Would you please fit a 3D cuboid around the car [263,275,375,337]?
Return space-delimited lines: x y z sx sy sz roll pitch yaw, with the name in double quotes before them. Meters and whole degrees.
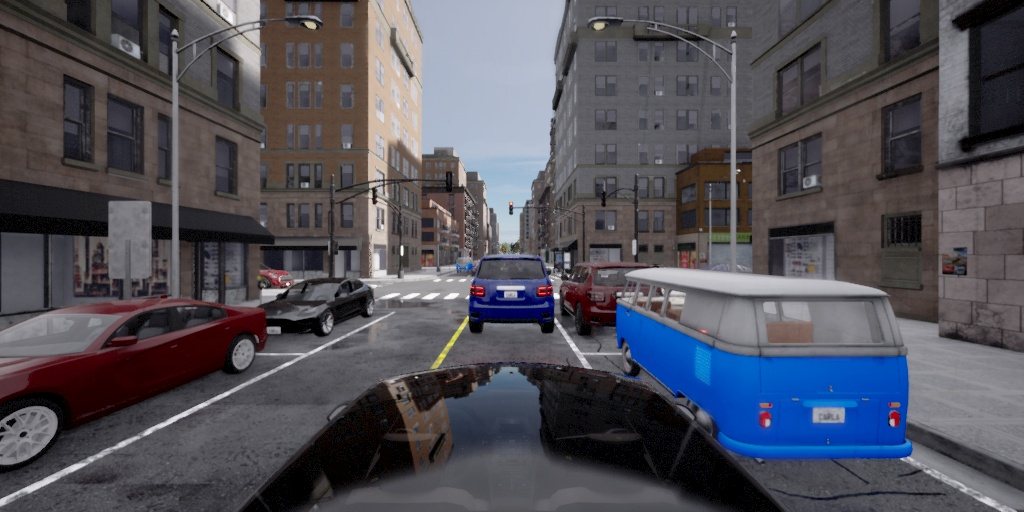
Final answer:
"car" -5.417 1.315 10.311 1.948 1.339 4.313 0 0 0

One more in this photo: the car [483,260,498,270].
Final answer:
"car" -3.049 1.302 52.448 1.994 1.385 4.181 0 0 0

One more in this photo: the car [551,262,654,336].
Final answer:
"car" 2.608 1.064 10.345 2.192 1.841 5.009 0 0 0

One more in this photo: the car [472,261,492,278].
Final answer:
"car" -2.919 1.269 35.338 1.812 1.442 4.674 0 0 -3

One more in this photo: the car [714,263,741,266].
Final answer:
"car" 14.664 1.222 25.270 5.357 1.411 2.033 0 0 0

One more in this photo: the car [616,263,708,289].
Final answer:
"car" 9.184 1.206 22.266 4.892 1.490 1.837 0 1 3

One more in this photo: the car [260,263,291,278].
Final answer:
"car" -16.102 1.162 22.145 4.553 1.767 2.097 0 0 0

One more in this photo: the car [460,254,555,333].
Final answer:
"car" 0.028 0.970 10.844 2.150 2.045 5.566 0 0 1

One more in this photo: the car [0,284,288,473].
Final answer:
"car" -5.394 1.295 4.800 1.888 1.381 4.507 0 0 0

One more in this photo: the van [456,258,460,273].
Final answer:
"van" -5.571 1.082 42.274 1.690 1.789 3.998 0 0 0

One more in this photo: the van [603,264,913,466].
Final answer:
"van" 2.631 1.090 4.833 1.690 1.789 3.998 0 0 0
